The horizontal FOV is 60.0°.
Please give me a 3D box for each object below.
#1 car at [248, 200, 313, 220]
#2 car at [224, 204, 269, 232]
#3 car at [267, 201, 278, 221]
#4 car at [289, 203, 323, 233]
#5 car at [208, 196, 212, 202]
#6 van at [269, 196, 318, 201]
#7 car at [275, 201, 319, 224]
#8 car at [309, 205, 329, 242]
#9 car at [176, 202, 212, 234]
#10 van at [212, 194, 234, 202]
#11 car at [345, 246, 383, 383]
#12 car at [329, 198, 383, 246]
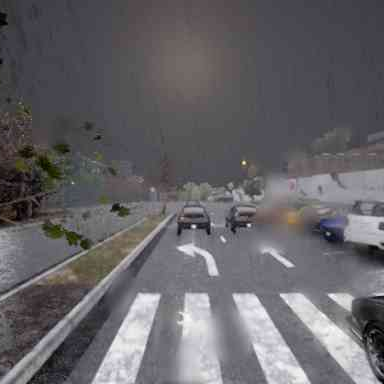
[{"bbox_3d":[7.900,1.589,29.681,5.366,1.575,1.946,1,0,-20],"label":"car"},{"bbox_3d":[3.102,1.559,20.365,1.837,1.490,4.892,0,0,0],"label":"car"},{"bbox_3d":[8.098,1.593,23.796,4.792,1.488,2.163,1,-1,-20],"label":"car"},{"bbox_3d":[8.065,1.535,17.819,4.892,1.521,2.231,1,-1,-20],"label":"car"},{"bbox_3d":[7.903,2.062,90.894,5.366,1.575,1.946,1,-1,-20],"label":"car"},{"bbox_3d":[7.966,1.351,26.724,4.442,1.987,1.878,1,0,-20],"label":"van"},{"bbox_3d":[8.245,1.547,20.866,5.366,1.575,1.946,1,-1,-20],"label":"car"},{"bbox_3d":[8.077,1.521,14.833,5.008,1.535,2.097,1,0,-20],"label":"car"},{"bbox_3d":[0.103,1.557,19.736,1.837,1.490,4.892,0,0,0],"label":"car"},{"bbox_3d":[7.970,1.584,81.992,4.442,1.987,1.878,1,-1,-20],"label":"van"},{"bbox_3d":[3.100,1.549,2.276,2.033,1.411,5.357,0,0,0],"label":"car"},{"bbox_3d":[8.100,1.259,11.869,5.566,2.045,2.435,1,0,-20],"label":"car"}]
